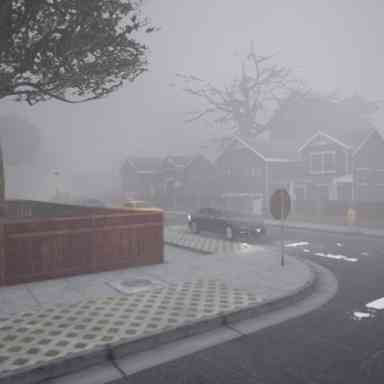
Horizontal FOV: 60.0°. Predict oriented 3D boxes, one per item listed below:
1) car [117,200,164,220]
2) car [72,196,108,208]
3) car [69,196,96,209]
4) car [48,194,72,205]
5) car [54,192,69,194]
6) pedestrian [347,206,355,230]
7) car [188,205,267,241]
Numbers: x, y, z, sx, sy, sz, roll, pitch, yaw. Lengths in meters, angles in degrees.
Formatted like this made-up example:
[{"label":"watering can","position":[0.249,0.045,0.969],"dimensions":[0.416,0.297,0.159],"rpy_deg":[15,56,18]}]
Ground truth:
[{"label":"car","position":[-3.899,1.399,24.596],"dimensions":[1.882,1.535,5.008],"rpy_deg":[-1,1,-36]},{"label":"car","position":[-9.874,1.392,32.801],"dimensions":[1.837,1.490,4.892],"rpy_deg":[-1,0,-36]},{"label":"car","position":[-14.602,1.303,44.182],"dimensions":[1.882,1.535,5.008],"rpy_deg":[-1,1,-35]},{"label":"car","position":[-17.250,1.346,43.003],"dimensions":[2.128,1.511,4.902],"rpy_deg":[-1,0,-36]},{"label":"car","position":[-20.830,1.030,52.641],"dimensions":[2.150,2.045,5.566],"rpy_deg":[-1,1,-36]},{"label":"pedestrian","position":[8.442,1.332,17.597],"dimensions":[0.375,1.300,0.375],"rpy_deg":[0,0,-36]},{"label":"car","position":[1.626,1.465,16.891],"dimensions":[1.837,1.490,4.892],"rpy_deg":[-1,1,-34]}]
